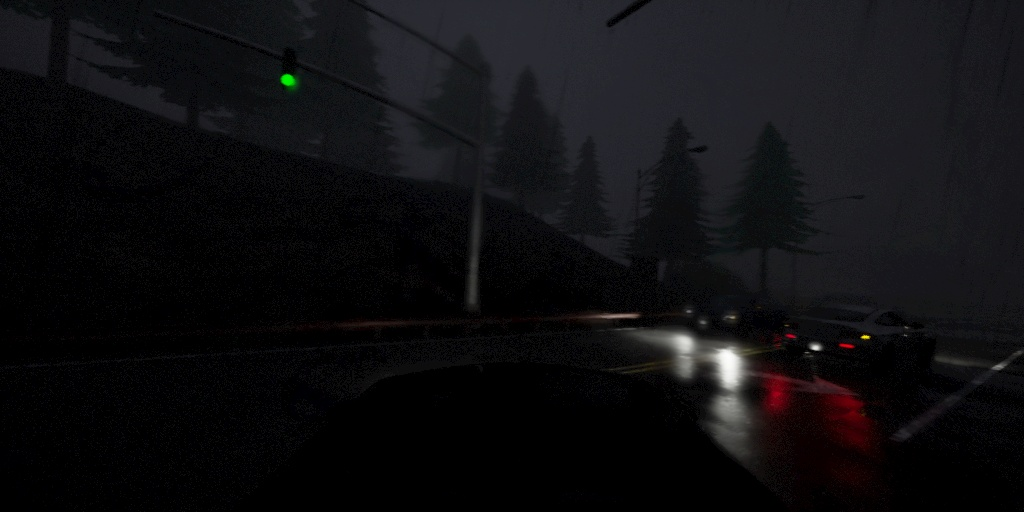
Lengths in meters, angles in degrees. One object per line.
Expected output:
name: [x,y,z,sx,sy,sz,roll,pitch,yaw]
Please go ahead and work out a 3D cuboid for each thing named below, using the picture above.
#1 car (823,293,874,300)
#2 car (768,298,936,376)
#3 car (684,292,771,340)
car: [16.986,2.628,18.222,5.008,1.535,1.882,4,-2,-31]
car: [8.873,1.959,9.158,4.674,1.442,1.812,4,-2,-28]
car: [8.191,2.018,12.854,4.674,1.442,1.812,4,-2,-32]
